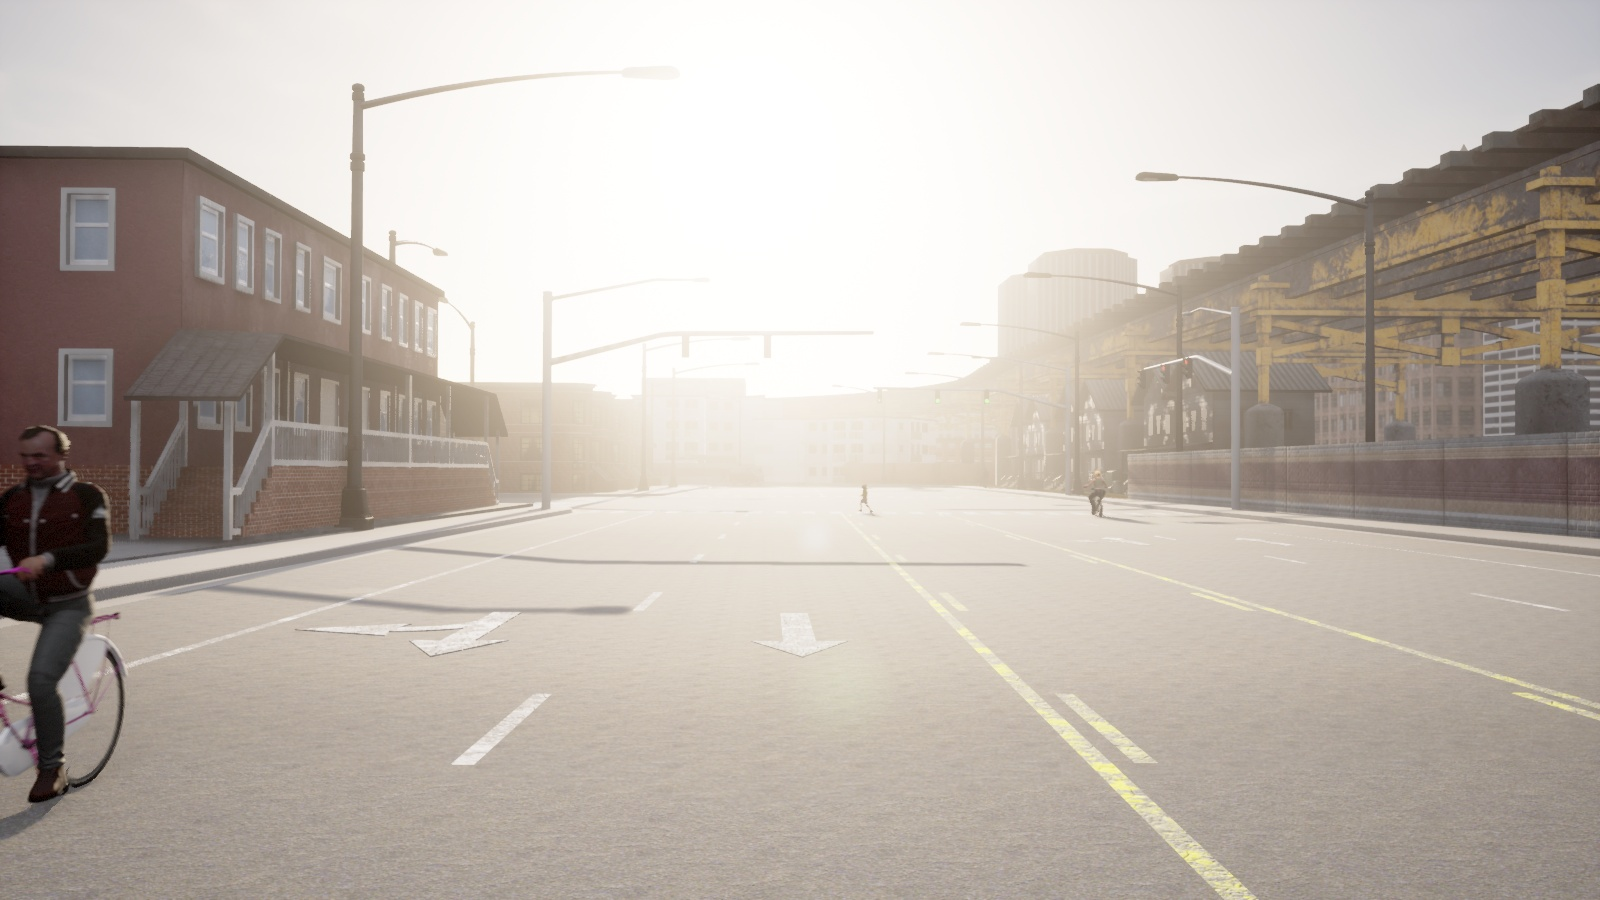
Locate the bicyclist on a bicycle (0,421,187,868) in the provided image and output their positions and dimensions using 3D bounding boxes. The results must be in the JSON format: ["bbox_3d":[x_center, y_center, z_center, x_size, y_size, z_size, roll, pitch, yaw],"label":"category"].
[{"bbox_3d":[-3.514,0.792,5.589,0.659,1.776,1.843,0,-2,0],"label":"bicyclist on a bicycle"}]

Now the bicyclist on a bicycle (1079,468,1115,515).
[{"bbox_3d":[10.402,1.447,44.022,0.866,1.612,1.509,0,-1,0],"label":"bicyclist on a bicycle"}]
